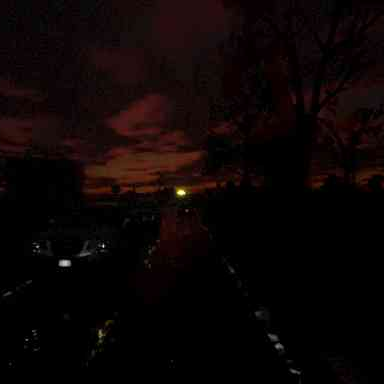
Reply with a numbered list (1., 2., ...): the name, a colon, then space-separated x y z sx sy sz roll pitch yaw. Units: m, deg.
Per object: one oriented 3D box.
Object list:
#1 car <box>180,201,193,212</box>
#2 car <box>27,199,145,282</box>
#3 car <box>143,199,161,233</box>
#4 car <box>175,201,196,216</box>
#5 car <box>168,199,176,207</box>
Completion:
1. car: -0.836 2.128 48.253 1.812 1.442 4.674 0 -1 -1
2. car: -3.036 1.362 10.578 2.150 2.045 5.566 0 -1 -1
3. car: -3.254 1.504 22.045 2.150 2.045 5.566 0 -1 -1
4. car: -0.624 2.046 38.294 1.994 1.385 4.181 0 -1 -2
5. car: -4.127 2.322 70.696 1.882 1.535 5.008 0 -1 -1
